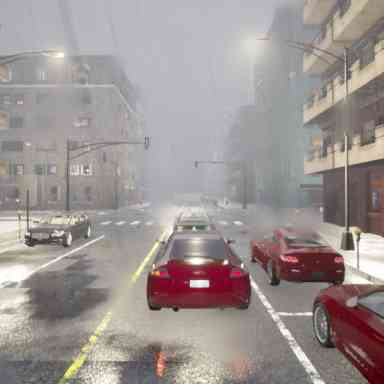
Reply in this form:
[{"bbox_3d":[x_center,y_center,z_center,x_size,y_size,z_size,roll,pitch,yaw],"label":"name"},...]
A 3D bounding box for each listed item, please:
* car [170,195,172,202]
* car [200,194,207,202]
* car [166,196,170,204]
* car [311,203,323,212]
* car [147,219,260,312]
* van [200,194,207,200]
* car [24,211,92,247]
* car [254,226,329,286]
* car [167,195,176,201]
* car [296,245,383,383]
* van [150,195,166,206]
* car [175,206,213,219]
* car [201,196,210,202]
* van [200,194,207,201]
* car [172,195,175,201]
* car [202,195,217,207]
[{"bbox_3d":[-5.455,1.448,64.194,1.967,1.590,4.097,1,0,0],"label":"car"},{"bbox_3d":[2.958,1.558,69.789,2.008,1.369,4.403,1,0,0],"label":"car"},{"bbox_3d":[-5.492,1.574,58.524,1.947,1.339,4.313,1,0,0],"label":"car"},{"bbox_3d":[15.538,1.518,36.978,4.507,1.381,1.887,0,-1,1],"label":"car"},{"bbox_3d":[0.104,1.566,7.800,1.994,1.385,4.181,0,0,-1],"label":"car"},{"bbox_3d":[3.100,1.349,92.470,1.690,1.788,3.998,1,0,0],"label":"van"},{"bbox_3d":[-5.774,1.554,14.816,2.008,1.369,4.403,1,0,0],"label":"car"},{"bbox_3d":[2.665,1.584,9.079,1.802,1.307,4.206,1,0,0],"label":"car"},{"bbox_3d":[-5.318,1.554,86.877,1.887,1.381,4.507,1,0,0],"label":"car"},{"bbox_3d":[2.667,1.583,3.408,1.802,1.307,4.206,1,0,0],"label":"car"},{"bbox_3d":[-5.598,1.349,52.861,1.690,1.788,3.998,1,0,0],"label":"van"},{"bbox_3d":[0.098,1.604,16.618,1.895,1.301,4.718,0,0,0],"label":"car"},{"bbox_3d":[2.992,1.590,75.460,1.802,1.307,4.206,1,0,0],"label":"car"},{"bbox_3d":[3.065,1.349,86.800,1.690,1.788,3.998,1,0,0],"label":"van"},{"bbox_3d":[-5.388,1.575,75.536,1.947,1.339,4.313,1,0,0],"label":"car"},{"bbox_3d":[2.951,1.558,51.202,2.008,1.369,4.403,1,0,0],"label":"car"}]
